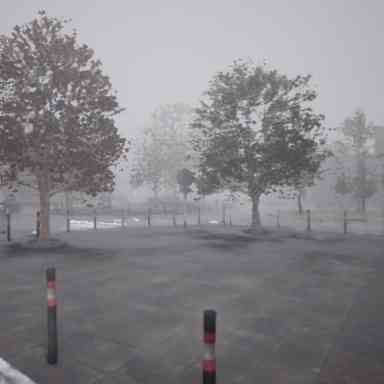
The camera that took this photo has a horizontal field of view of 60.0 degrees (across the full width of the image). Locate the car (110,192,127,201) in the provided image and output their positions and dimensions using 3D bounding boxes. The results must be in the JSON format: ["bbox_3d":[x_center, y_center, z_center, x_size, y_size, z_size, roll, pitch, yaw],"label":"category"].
[{"bbox_3d":[-17.589,1.102,75.845,5.566,2.045,2.435,0,-1,-17],"label":"car"}]

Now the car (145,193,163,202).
[{"bbox_3d":[-7.843,1.342,68.364,2.033,1.411,5.357,0,0,5],"label":"car"}]

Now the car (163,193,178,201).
[{"bbox_3d":[-7.030,1.177,83.050,5.566,2.045,2.435,0,-1,-17],"label":"car"}]

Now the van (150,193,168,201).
[{"bbox_3d":[-8.913,1.326,88.948,4.442,1.987,1.878,0,-1,-17],"label":"van"}]

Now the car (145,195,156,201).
[{"bbox_3d":[-9.819,1.368,78.865,1.812,1.442,4.674,0,-1,-17],"label":"car"}]

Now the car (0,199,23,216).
[{"bbox_3d":[-16.951,1.336,30.162,2.128,1.511,4.902,0,0,-8],"label":"car"}]

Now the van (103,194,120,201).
[{"bbox_3d":[-22.344,1.473,91.783,4.442,1.987,1.878,0,-2,-17],"label":"van"}]

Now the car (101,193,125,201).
[{"bbox_3d":[-19.195,1.184,81.065,5.566,2.045,2.435,0,-1,-17],"label":"car"}]
